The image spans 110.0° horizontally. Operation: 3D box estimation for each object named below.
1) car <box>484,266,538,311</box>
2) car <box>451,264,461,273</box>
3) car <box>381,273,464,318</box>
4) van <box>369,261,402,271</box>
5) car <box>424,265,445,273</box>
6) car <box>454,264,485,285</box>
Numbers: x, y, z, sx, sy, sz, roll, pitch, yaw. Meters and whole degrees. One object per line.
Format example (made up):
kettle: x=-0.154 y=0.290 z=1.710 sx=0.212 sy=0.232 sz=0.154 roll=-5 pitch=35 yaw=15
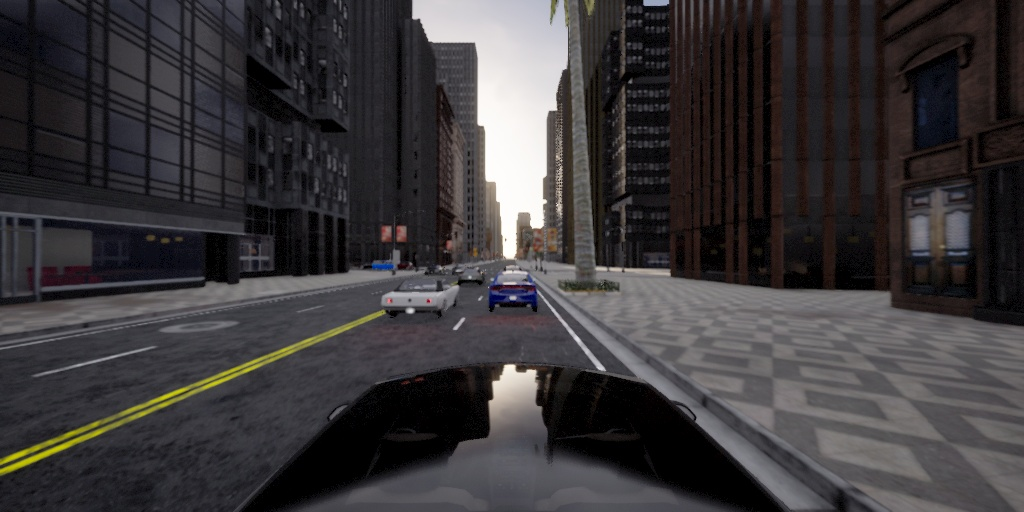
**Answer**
car: x=0.056 y=1.375 z=15.356 sx=1.882 sy=1.535 sz=5.008 roll=0 pitch=0 yaw=0
car: x=-6.542 y=1.737 z=46.030 sx=2.128 sy=1.511 sz=4.902 roll=0 pitch=-1 yaw=1
car: x=-3.208 y=1.479 z=13.605 sx=1.895 sy=1.301 sz=4.718 roll=0 pitch=-1 yaw=1
van: x=-20.682 y=1.618 z=58.573 sx=3.998 sy=1.789 sz=1.690 roll=0 pitch=0 yaw=0
car: x=-9.795 y=1.807 z=45.805 sx=1.994 sy=1.385 sz=4.181 roll=0 pitch=-1 yaw=0
car: x=-3.201 y=1.618 z=29.377 sx=1.994 sy=1.385 sz=4.181 roll=0 pitch=-1 yaw=0
